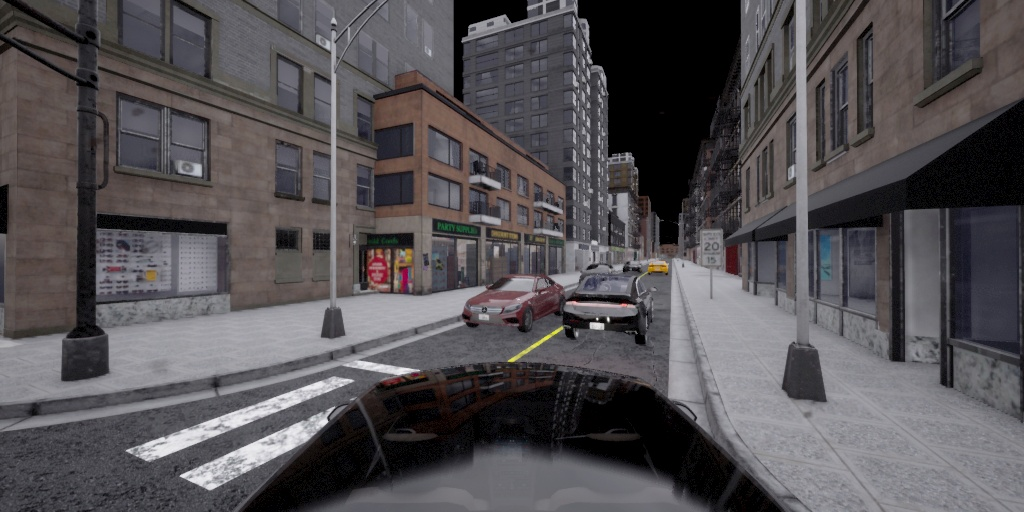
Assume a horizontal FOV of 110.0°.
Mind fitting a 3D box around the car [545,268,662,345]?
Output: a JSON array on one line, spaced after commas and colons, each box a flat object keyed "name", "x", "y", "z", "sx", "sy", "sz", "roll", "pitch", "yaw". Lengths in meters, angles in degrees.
[{"name": "car", "x": 2.754, "y": 1.245, "z": 9.663, "sx": 2.128, "sy": 1.511, "sz": 4.902, "roll": 0, "pitch": 0, "yaw": 24}]

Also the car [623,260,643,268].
[{"name": "car", "x": 14.158, "y": 1.235, "z": 41.922, "sx": 1.882, "sy": 1.535, "sz": 5.008, "roll": 0, "pitch": 0, "yaw": 24}]

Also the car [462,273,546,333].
[{"name": "car", "x": 0.304, "y": 1.288, "z": 11.169, "sx": 1.812, "sy": 1.442, "sz": 4.674, "roll": 0, "pitch": 0, "yaw": 26}]

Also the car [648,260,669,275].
[{"name": "car", "x": 15.913, "y": 1.226, "z": 38.932, "sx": 1.882, "sy": 1.535, "sz": 5.008, "roll": 0, "pitch": 0, "yaw": 24}]

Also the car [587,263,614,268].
[{"name": "car", "x": 5.585, "y": 1.263, "z": 22.967, "sx": 1.837, "sy": 1.490, "sz": 4.892, "roll": 0, "pitch": 2, "yaw": 24}]
